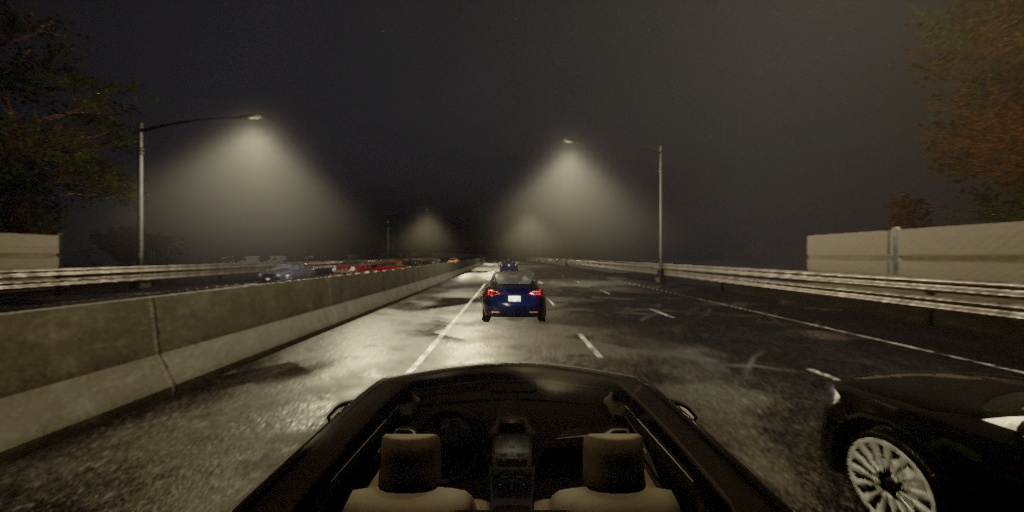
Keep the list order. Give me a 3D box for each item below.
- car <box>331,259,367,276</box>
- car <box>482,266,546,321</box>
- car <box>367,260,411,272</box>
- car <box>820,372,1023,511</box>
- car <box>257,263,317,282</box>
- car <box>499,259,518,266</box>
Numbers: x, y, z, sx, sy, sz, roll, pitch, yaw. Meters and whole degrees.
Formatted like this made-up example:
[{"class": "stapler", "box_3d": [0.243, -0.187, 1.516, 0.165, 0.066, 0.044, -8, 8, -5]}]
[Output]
[{"class": "car", "box_3d": [-14.383, 1.095, 32.406, 2.097, 1.767, 4.553, 0, 0, -1]}, {"class": "car", "box_3d": [0.055, 1.252, 12.498, 2.163, 1.488, 4.792, 0, 0, 0]}, {"class": "car", "box_3d": [-10.879, 1.220, 32.170, 1.882, 1.535, 5.008, 0, 0, -1]}, {"class": "car", "box_3d": [3.593, 1.241, 1.097, 2.128, 1.511, 4.902, 0, 0, 0]}, {"class": "car", "box_3d": [-17.823, 1.293, 28.788, 2.033, 1.411, 5.357, 0, 0, -1]}, {"class": "car", "box_3d": [-0.382, 1.086, 42.043, 2.097, 1.767, 4.553, 0, 0, -1]}]
